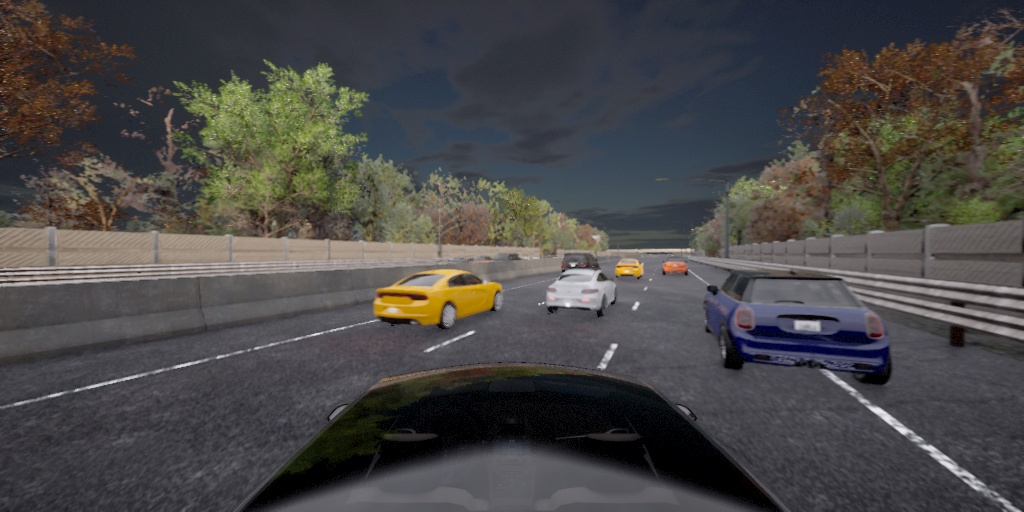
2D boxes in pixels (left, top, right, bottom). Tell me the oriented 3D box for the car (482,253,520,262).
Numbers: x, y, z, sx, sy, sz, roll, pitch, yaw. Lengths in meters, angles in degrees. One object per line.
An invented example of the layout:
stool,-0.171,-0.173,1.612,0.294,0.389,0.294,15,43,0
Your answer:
car,-0.838,0.687,40.951,2.150,2.045,5.566,0,0,23

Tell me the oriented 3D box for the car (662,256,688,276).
car,15.117,0.819,33.335,2.097,1.767,4.553,0,0,24

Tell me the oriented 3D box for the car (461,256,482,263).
car,-3.694,0.812,43.173,2.097,1.767,4.553,0,0,23

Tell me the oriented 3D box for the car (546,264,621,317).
car,2.582,1.184,12.849,1.812,1.442,4.674,0,0,23

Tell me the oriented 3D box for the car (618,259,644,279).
car,9.667,0.992,29.411,1.882,1.535,5.008,0,0,23

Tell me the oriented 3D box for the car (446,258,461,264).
car,-6.603,0.946,45.271,2.128,1.511,4.902,0,0,23

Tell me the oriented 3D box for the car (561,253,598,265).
car,5.505,0.756,28.590,2.150,2.045,5.566,0,0,23

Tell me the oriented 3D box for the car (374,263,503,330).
car,-1.962,1.164,11.127,1.882,1.535,5.008,0,0,23

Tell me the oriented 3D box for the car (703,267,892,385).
car,5.238,1.042,7.302,2.097,1.767,4.553,0,0,23
